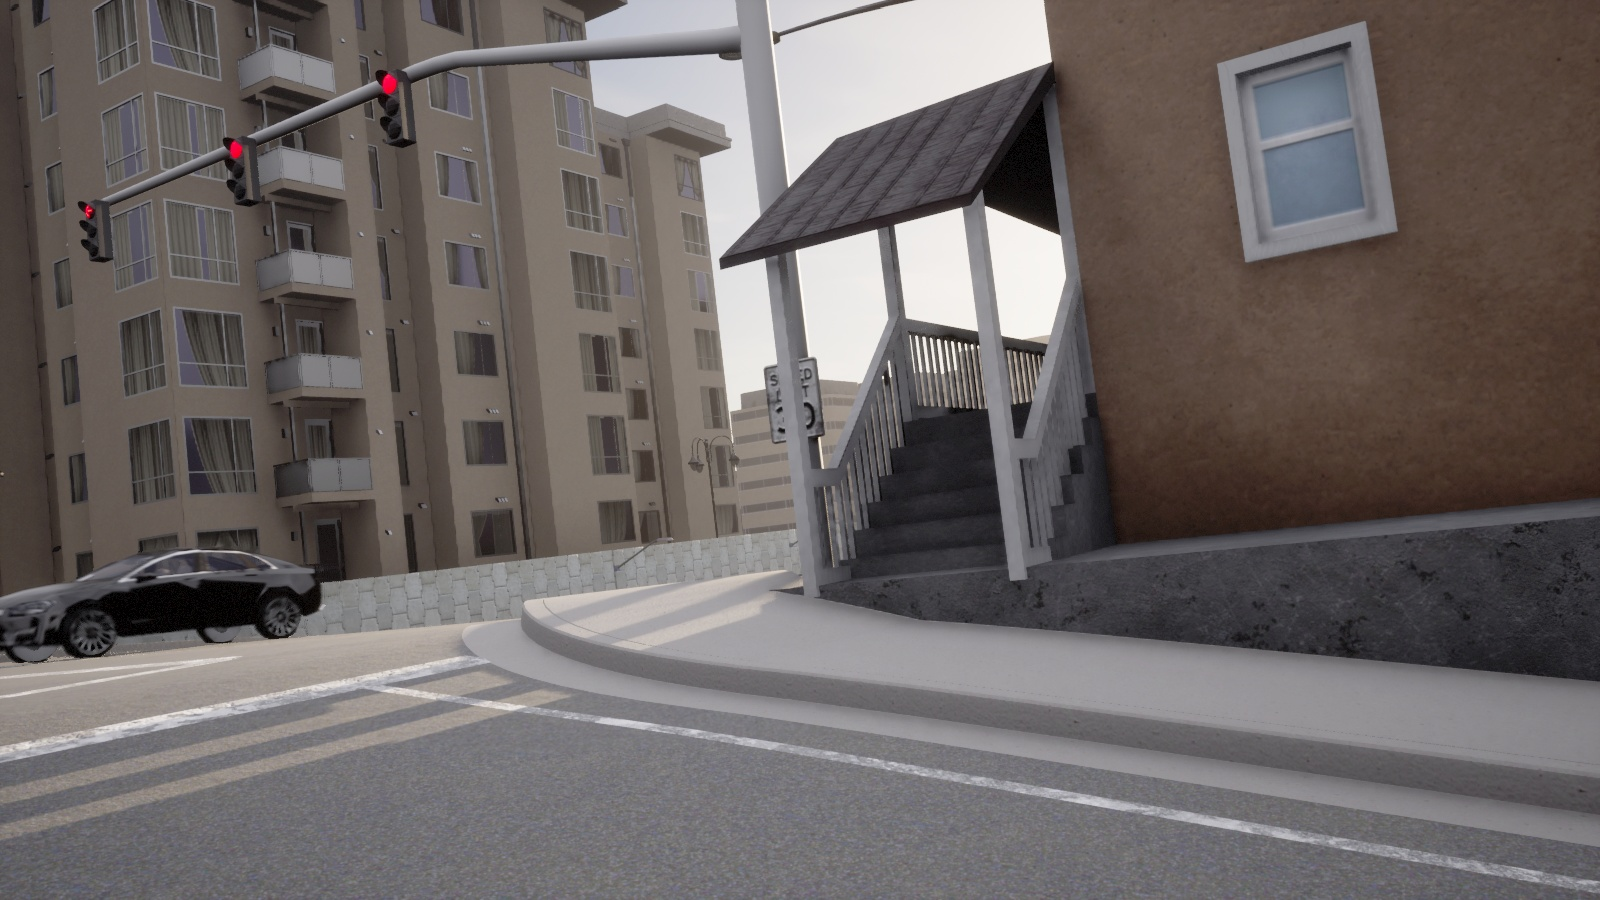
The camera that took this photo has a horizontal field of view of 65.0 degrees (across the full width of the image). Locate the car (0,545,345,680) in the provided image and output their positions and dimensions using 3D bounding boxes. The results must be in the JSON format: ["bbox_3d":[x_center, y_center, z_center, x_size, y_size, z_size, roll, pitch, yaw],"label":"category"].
[{"bbox_3d":[-9.627,2.389,18.779,2.128,1.511,4.902,-10,-7,33],"label":"car"}]
